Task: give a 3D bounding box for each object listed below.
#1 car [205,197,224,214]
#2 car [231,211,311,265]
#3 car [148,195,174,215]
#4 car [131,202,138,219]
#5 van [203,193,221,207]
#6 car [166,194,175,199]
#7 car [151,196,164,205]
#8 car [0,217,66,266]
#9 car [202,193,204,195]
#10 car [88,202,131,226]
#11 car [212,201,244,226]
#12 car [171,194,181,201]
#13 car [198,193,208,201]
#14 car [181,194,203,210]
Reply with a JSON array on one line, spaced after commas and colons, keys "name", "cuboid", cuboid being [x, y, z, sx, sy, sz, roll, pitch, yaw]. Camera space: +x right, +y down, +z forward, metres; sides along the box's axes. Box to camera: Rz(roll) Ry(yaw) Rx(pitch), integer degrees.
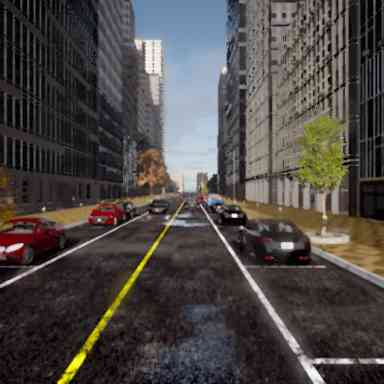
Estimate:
[{"name": "car", "cuboid": [2.624, 1.476, 34.193, 1.947, 1.339, 4.313, 0, 0, 0]}, {"name": "car", "cuboid": [2.669, 1.538, 11.425, 1.947, 1.339, 4.313, 0, 0, 0]}, {"name": "car", "cuboid": [-3.163, 1.391, 32.883, 1.882, 1.535, 5.008, 0, 0, 0]}, {"name": "car", "cuboid": [-5.746, 1.492, 28.493, 1.947, 1.339, 4.313, 0, 0, 0]}, {"name": "van", "cuboid": [2.613, 1.234, 39.887, 1.690, 1.788, 3.998, 0, 0, 0]}, {"name": "car", "cuboid": [-5.870, 1.270, 91.111, 1.947, 1.339, 4.313, 0, 0, 0]}, {"name": "car", "cuboid": [-5.802, 1.360, 56.786, 1.752, 1.417, 4.829, 0, 0, 0]}, {"name": "car", "cuboid": [-5.712, 1.554, 11.416, 1.802, 1.307, 4.206, 0, 0, 0]}, {"name": "car", "cuboid": [2.602, 1.314, 45.578, 1.967, 1.590, 4.097, 0, 0, 0]}, {"name": "car", "cuboid": [-5.734, 1.486, 22.801, 1.887, 1.381, 4.507, 0, 0, 0]}, {"name": "car", "cuboid": [2.646, 1.508, 22.809, 1.947, 1.339, 4.313, 0, 0, 0]}, {"name": "car", "cuboid": [-3.149, 1.234, 74.427, 1.895, 1.301, 4.718, 0, 0, 0]}, {"name": "car", "cuboid": [2.535, 1.065, 79.731, 2.192, 1.841, 5.009, 0, 0, 0]}, {"name": "car", "cuboid": [0.017, 1.379, 41.322, 2.128, 1.511, 4.902, 0, 0, 0]}]
